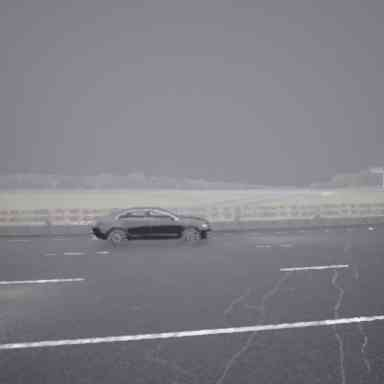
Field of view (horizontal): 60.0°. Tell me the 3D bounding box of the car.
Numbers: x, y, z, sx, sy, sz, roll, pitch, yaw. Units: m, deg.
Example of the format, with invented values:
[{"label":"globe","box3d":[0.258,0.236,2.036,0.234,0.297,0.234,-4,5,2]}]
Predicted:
[{"label":"car","box3d":[-1.651,1.362,13.831,4.902,1.511,2.128,-1,1,-9]}]
